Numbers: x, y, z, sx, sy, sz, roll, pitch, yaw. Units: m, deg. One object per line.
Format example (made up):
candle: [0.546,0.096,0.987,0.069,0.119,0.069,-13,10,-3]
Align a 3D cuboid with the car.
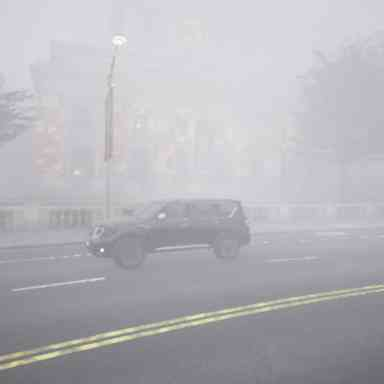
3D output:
car: [-0.631,1.215,11.212,5.566,2.045,2.150,1,0,-26]
